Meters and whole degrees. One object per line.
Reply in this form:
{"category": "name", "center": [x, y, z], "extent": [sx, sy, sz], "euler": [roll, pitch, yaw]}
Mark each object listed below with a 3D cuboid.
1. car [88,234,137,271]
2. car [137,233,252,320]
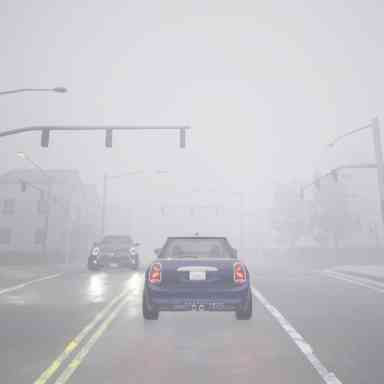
{"category": "car", "center": [-3.653, 2.870, 16.300], "extent": [2.097, 1.767, 4.553], "euler": [1, -9, -9]}
{"category": "car", "center": [0.103, 1.809, 8.253], "extent": [2.097, 1.767, 4.553], "euler": [0, -7, 0]}
